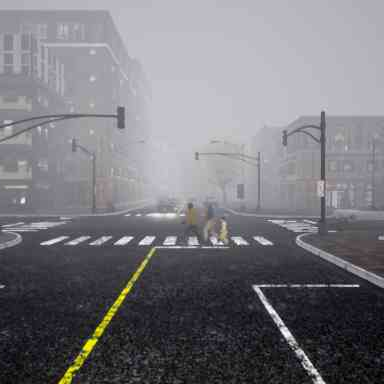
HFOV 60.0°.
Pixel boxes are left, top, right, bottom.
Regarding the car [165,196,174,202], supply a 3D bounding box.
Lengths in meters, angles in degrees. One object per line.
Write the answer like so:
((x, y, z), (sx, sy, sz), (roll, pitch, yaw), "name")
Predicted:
((-5.683, 1.663, 83.370), (2.008, 1.369, 4.403), (0, 0, 0), "car")

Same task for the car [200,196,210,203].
((2.697, 1.633, 71.975), (2.008, 1.369, 4.403), (0, 0, 0), "car")

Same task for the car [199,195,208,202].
((2.697, 1.536, 77.672), (1.967, 1.590, 4.097), (0, 0, 0), "car")

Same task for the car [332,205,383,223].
((13.475, 1.668, 25.777), (4.718, 1.301, 1.895), (0, 0, 0), "car")

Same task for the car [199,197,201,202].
((2.695, 1.488, 54.884), (1.967, 1.590, 4.097), (0, 0, 0), "car")

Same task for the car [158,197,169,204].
((-5.685, 1.651, 66.280), (1.802, 1.307, 4.206), (0, 0, 0), "car")

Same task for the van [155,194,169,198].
((-5.686, 1.399, 60.584), (1.690, 1.788, 3.998), (0, 0, 0), "van")

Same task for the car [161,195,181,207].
((-3.089, 1.585, 49.072), (2.033, 1.411, 5.357), (0, 0, 0), "car")

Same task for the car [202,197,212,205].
((2.695, 1.640, 60.581), (1.802, 1.307, 4.206), (0, 0, 0), "car")

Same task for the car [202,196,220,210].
((2.694, 1.580, 43.490), (2.008, 1.369, 4.403), (0, 0, 0), "car")

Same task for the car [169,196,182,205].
((-3.051, 1.554, 63.048), (2.128, 1.511, 4.902), (0, 0, 0), "car")

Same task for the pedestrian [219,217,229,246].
((1.430, 1.574, 13.947), (0.375, 1.300, 0.375), (0, 0, 0), "pedestrian")

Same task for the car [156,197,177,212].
((-3.065, 1.623, 38.940), (1.895, 1.301, 4.718), (0, 0, -1), "car")

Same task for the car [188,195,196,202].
((0.009, 1.556, 80.680), (2.033, 1.411, 5.357), (0, 0, 0), "car")

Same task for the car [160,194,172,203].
((-5.685, 1.397, 71.977), (2.192, 1.841, 5.009), (0, 0, 0), "car")

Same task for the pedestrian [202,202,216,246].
((0.755, 1.294, 14.546), (0.375, 1.860, 0.375), (0, 0, 0), "pedestrian")

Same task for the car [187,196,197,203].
((0.008, 1.625, 70.673), (1.994, 1.385, 4.181), (0, 0, 0), "car")

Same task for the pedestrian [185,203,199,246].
((-0.006, 1.294, 13.346), (0.375, 1.860, 0.375), (0, 0, 0), "pedestrian")

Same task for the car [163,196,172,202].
((-5.684, 1.662, 77.674), (1.947, 1.339, 4.313), (0, 0, 0), "car")

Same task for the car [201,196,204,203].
((2.695, 1.478, 49.188), (1.967, 1.590, 4.097), (0, 0, 0), "car")
